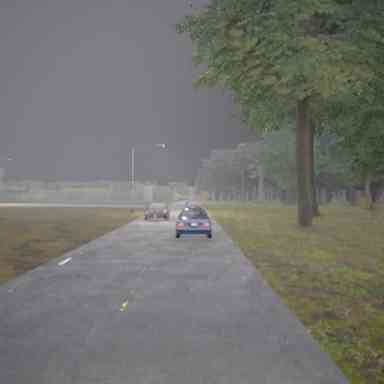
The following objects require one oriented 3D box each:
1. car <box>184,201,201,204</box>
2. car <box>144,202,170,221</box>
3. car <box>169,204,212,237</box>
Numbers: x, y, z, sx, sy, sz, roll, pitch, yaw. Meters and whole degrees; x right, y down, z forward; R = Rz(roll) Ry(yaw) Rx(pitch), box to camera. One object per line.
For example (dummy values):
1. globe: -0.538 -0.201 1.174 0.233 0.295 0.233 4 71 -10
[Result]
1. car: 0.079 1.704 37.605 1.994 1.385 4.181 0 0 0
2. car: -2.846 1.605 28.021 1.812 1.442 4.674 0 0 0
3. car: 0.089 1.582 18.059 2.033 1.411 5.357 0 0 0
